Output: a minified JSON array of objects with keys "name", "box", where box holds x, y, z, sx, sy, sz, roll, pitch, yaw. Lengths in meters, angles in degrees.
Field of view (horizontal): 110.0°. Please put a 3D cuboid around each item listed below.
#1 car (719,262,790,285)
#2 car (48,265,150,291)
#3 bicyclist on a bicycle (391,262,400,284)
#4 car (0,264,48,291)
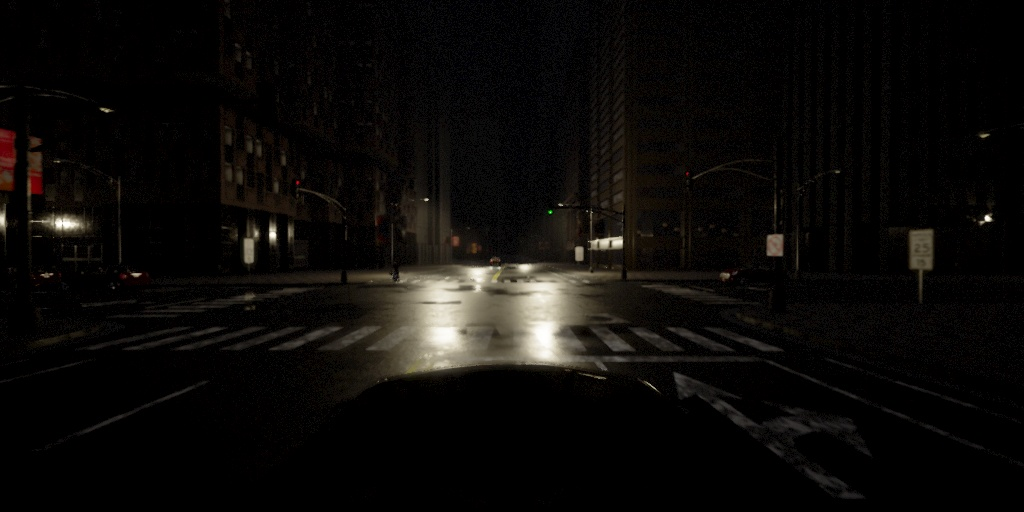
[{"name":"car","box":[16.680,1.154,24.903,4.097,1.591,1.967,0,0,0]},{"name":"car","box":[-24.730,1.251,21.777,4.097,1.591,1.967,0,0,0]},{"name":"bicyclist on a bicycle","box":[-8.749,1.259,27.031,0.582,1.620,1.656,0,0,0]},{"name":"car","box":[-30.155,1.270,21.774,4.097,1.591,1.967,0,0,0]}]
